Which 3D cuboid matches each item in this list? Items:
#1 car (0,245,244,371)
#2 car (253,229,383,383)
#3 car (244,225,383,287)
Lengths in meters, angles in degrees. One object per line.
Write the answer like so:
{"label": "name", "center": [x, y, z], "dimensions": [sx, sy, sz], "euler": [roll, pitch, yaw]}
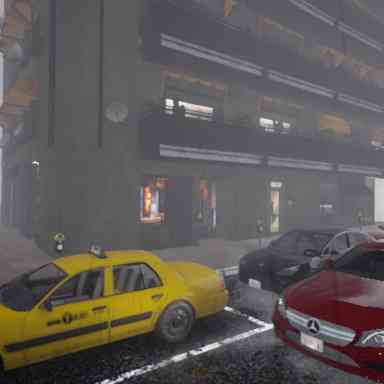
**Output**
{"label": "car", "center": [-1.655, 1.526, 4.904], "dimensions": [4.829, 1.417, 1.752], "euler": [0, 1, -35]}
{"label": "car", "center": [3.320, 1.529, 5.304], "dimensions": [4.674, 1.442, 1.812], "euler": [0, 0, -35]}
{"label": "car", "center": [3.107, 1.571, 8.287], "dimensions": [4.313, 1.339, 1.947], "euler": [0, 1, -35]}
